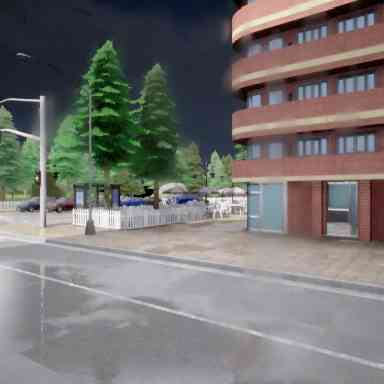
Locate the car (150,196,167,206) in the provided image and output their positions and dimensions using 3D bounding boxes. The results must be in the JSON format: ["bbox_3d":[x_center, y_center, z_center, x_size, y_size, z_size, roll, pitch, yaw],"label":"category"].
[{"bbox_3d":[-6.673,1.460,51.034,1.837,1.490,4.892,0,0,41],"label":"car"}]

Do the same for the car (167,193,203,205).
[{"bbox_3d":[-1.415,1.175,51.746,5.566,2.045,2.150,0,0,-44],"label":"car"}]

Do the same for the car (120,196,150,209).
[{"bbox_3d":[-8.236,1.432,43.554,1.882,1.535,5.008,0,0,37],"label":"car"}]

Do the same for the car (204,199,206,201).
[{"bbox_3d":[0.474,1.518,57.898,4.181,1.385,1.994,0,0,-37],"label":"car"}]

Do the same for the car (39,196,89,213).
[{"bbox_3d":[-13.644,1.306,36.109,2.097,1.767,4.553,0,0,36],"label":"car"}]

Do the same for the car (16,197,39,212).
[{"bbox_3d":[-17.129,1.307,37.247,2.097,1.767,4.553,0,0,35],"label":"car"}]

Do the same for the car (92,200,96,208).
[{"bbox_3d":[-12.095,1.519,44.218,1.994,1.385,4.181,0,0,35],"label":"car"}]
